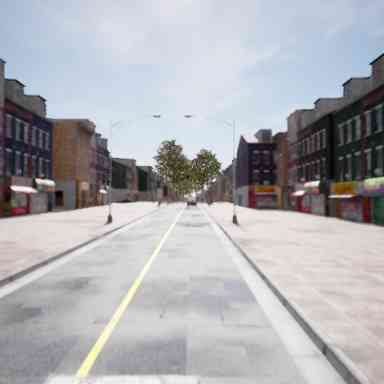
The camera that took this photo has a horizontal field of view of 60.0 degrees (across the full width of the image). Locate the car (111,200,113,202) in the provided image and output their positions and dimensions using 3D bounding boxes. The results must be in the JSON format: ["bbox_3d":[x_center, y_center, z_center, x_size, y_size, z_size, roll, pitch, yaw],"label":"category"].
[{"bbox_3d":[-20.066,1.842,74.706,4.829,1.417,1.752,1,-2,0],"label":"car"}]

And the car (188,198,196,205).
[{"bbox_3d":[0.005,2.030,75.572,1.882,1.535,5.008,0,-1,0],"label":"car"}]

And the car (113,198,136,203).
[{"bbox_3d":[-14.740,1.945,74.737,4.313,1.339,1.947,1,-2,0],"label":"car"}]

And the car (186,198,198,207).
[{"bbox_3d":[0.006,1.926,61.841,1.837,1.490,4.892,0,-1,0],"label":"car"}]
